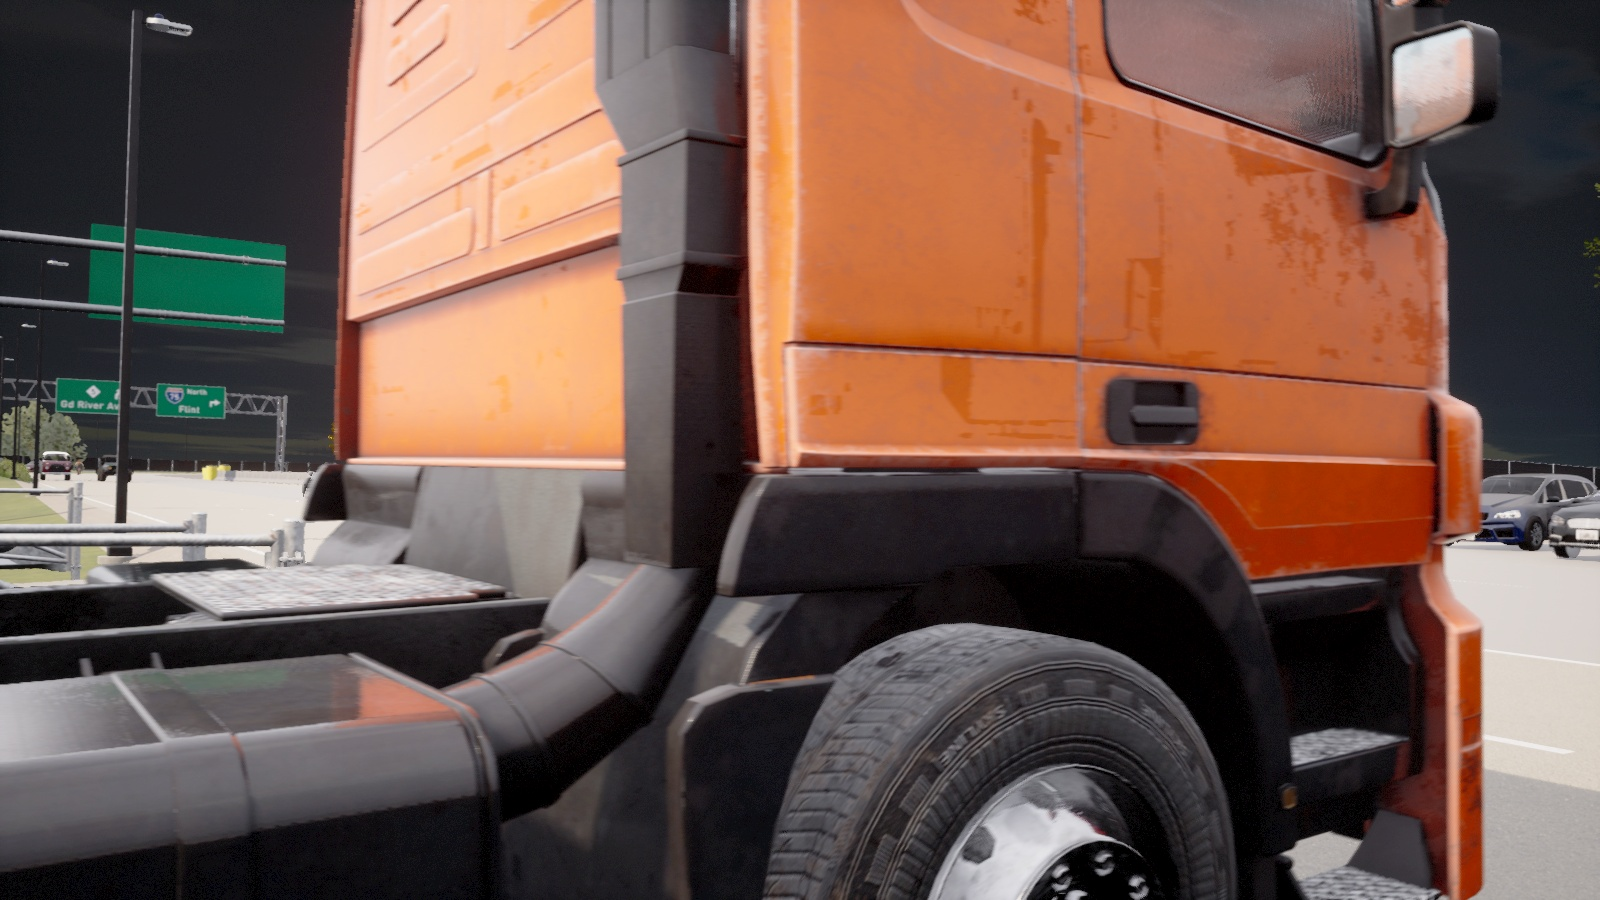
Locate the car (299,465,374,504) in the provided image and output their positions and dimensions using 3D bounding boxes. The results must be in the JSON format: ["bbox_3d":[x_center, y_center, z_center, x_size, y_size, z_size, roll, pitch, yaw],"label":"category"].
[{"bbox_3d":[-18.187,1.338,49.220,1.816,1.474,4.193,2,-2,-33],"label":"car"}]

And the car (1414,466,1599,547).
[{"bbox_3d":[16.116,1.217,28.089,4.611,1.667,2.242,1,-2,-33],"label":"car"}]

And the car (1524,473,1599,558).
[{"bbox_3d":[16.132,1.220,23.888,4.902,1.511,2.128,2,-2,-34],"label":"car"}]

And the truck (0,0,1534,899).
[{"bbox_3d":[-2.171,-0.219,2.221,7.936,3.462,2.891,0,0,-35],"label":"truck"}]
